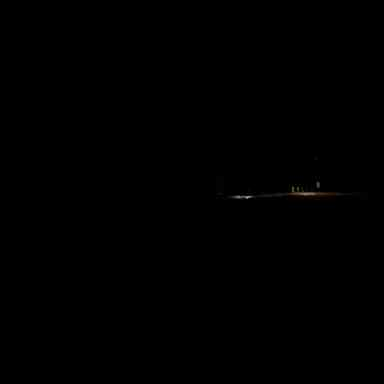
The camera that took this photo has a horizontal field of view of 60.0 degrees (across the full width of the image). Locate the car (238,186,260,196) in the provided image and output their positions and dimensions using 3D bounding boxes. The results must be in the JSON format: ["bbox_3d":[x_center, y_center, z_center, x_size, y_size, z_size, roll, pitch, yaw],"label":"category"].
[{"bbox_3d":[9.141,-0.156,53.072,1.882,1.535,5.008,1,1,35],"label":"car"}]
